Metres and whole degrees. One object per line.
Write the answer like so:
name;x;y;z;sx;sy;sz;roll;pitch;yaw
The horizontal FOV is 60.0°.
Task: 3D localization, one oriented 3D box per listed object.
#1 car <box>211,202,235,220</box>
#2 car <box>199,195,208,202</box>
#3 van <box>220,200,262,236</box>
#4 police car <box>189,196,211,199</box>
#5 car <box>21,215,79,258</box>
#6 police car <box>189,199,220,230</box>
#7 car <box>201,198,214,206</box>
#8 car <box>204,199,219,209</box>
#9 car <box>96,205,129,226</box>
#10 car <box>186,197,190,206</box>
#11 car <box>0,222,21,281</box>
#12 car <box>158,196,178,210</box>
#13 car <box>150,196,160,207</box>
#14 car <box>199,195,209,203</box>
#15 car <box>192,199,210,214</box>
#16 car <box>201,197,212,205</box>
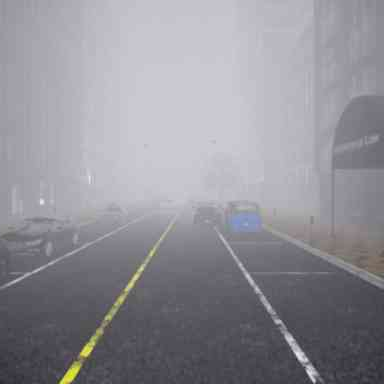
car;2.704;1.654;29.752;1.802;1.307;4.206;0;0;0
car;2.726;1.596;80.985;1.967;1.590;4.097;0;0;0
van;2.699;1.387;18.369;1.690;1.788;3.998;0;0;0
police car;0.914;1.502;31.498;1.930;1.638;5.238;0;0;0
car;-5.685;1.583;12.682;2.008;1.369;4.403;0;0;0
police car;0.910;1.478;21.498;1.930;1.638;5.238;0;0;0
car;2.716;1.684;58.215;2.008;1.369;4.403;0;0;0
car;2.711;1.694;46.830;1.802;1.307;4.206;0;0;0
car;-5.680;1.641;24.066;1.802;1.307;4.206;0;0;0
car;0.025;1.610;57.150;1.882;1.535;5.008;0;0;0
car;-5.687;1.459;6.990;1.967;1.590;4.097;0;0;0
car;-3.069;1.632;44.121;1.812;1.442;4.674;0;0;0
car;-5.667;1.675;52.530;2.008;1.369;4.403;0;0;0
car;2.724;1.591;75.293;1.967;1.590;4.097;0;0;0
car;0.917;1.568;37.388;1.882;1.535;5.008;0;0;0
car;2.718;1.692;63.907;2.008;1.369;4.403;0;0;0
